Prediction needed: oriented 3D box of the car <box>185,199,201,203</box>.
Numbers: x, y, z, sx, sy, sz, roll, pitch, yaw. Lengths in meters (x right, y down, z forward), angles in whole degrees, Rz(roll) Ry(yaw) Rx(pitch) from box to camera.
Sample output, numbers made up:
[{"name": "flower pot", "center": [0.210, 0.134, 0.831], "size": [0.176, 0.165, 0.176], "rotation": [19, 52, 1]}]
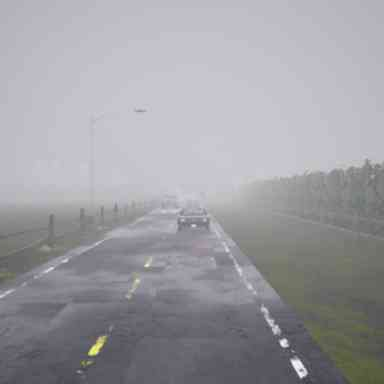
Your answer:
[{"name": "car", "center": [0.099, 1.537, 40.349], "size": [2.033, 1.411, 5.357], "rotation": [0, 0, 0]}]

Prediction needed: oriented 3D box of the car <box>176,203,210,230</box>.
[{"name": "car", "center": [0.088, 1.599, 20.912], "size": [1.895, 1.301, 4.718], "rotation": [0, 0, 0]}]

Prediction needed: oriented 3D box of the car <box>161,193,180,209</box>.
[{"name": "car", "center": [-2.837, 1.210, 44.275], "size": [2.150, 2.045, 5.566], "rotation": [0, 0, 0]}]
